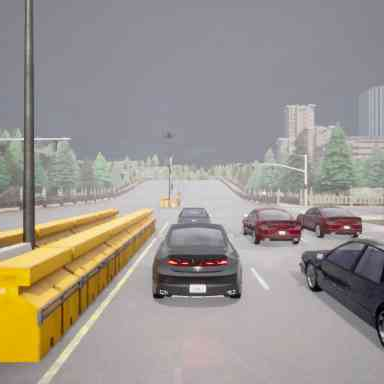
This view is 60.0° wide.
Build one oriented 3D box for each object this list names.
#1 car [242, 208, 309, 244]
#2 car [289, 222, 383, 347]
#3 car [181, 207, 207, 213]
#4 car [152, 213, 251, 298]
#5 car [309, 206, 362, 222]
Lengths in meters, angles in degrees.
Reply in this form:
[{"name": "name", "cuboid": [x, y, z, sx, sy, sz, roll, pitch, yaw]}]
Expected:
[{"name": "car", "cuboid": [3.598, 1.478, 15.729, 1.882, 1.535, 5.008, 0, 0, 0]}, {"name": "car", "cuboid": [3.594, 1.547, 5.904, 2.033, 1.411, 5.357, 0, 0, 0]}, {"name": "car", "cuboid": [0.097, 1.547, 18.192, 2.033, 1.411, 5.357, 0, 0, 0]}, {"name": "car", "cuboid": [0.101, 1.505, 8.461, 1.837, 1.490, 4.892, 0, 0, 0]}, {"name": "car", "cuboid": [7.097, 1.478, 17.716, 1.882, 1.535, 5.008, 0, 0, 0]}]
